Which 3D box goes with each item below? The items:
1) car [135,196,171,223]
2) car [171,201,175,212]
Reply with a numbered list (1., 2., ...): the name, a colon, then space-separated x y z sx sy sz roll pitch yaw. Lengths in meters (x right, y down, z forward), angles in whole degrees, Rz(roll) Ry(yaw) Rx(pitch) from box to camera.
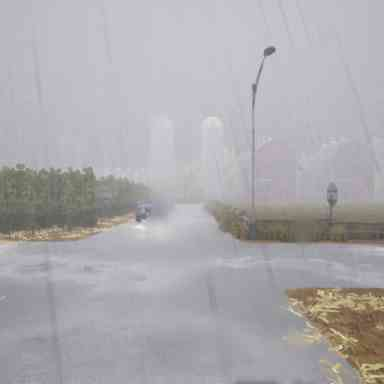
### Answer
1. car: -3.188 1.350 27.299 2.150 2.045 5.566 0 -1 0
2. car: -3.167 1.790 42.812 1.812 1.442 4.674 0 0 0
